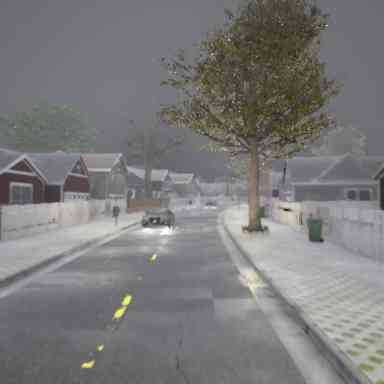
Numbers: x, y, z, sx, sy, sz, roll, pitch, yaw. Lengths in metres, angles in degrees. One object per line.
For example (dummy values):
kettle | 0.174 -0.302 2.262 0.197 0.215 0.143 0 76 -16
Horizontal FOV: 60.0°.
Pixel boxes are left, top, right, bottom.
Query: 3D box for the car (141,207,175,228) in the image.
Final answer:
car | -2.330 1.741 23.841 1.994 1.385 4.181 0 0 3

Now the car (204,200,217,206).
car | 3.681 2.126 64.889 1.895 1.301 4.718 0 -1 13
